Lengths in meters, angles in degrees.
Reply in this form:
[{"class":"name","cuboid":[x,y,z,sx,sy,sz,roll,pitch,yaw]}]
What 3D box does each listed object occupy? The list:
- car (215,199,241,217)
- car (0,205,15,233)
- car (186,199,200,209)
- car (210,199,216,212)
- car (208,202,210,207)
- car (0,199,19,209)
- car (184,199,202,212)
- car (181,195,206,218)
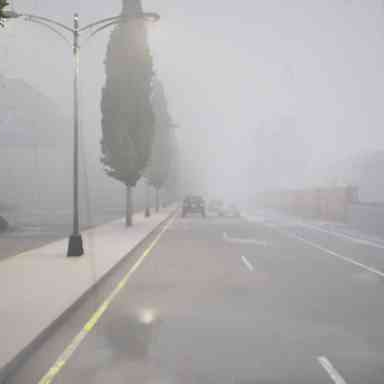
[{"class":"car","cuboid":[3.669,1.649,33.258,1.812,1.442,4.674,0,0,0]},{"class":"car","cuboid":[-11.553,1.621,17.435,1.994,1.385,4.181,0,0,0]},{"class":"car","cuboid":[0.122,1.751,51.078,1.994,1.385,4.181,0,0,0]},{"class":"car","cuboid":[3.674,1.757,42.139,1.895,1.301,4.718,0,0,1]},{"class":"car","cuboid":[3.621,1.753,51.047,1.994,1.385,4.181,0,0,0]},{"class":"car","cuboid":[-21.301,1.235,35.803,4.718,1.301,1.895,5,0,1]},{"class":"car","cuboid":[0.172,1.645,42.030,2.128,1.511,4.902,0,0,0]},{"class":"car","cuboid":[0.167,1.339,32.161,2.150,2.045,5.566,0,0,0]}]
